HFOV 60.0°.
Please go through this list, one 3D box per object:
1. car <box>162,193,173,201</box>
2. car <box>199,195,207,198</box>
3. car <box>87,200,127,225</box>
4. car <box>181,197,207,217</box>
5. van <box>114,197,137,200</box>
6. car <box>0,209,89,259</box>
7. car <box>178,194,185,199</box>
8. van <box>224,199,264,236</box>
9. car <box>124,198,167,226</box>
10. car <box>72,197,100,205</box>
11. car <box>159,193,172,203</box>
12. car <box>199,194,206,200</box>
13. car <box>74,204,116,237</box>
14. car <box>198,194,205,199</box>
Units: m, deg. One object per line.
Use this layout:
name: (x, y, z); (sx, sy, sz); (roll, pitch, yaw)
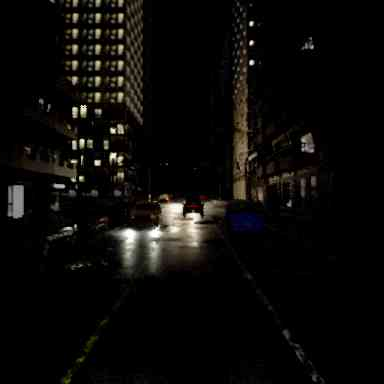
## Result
car: (-5.635, 1.180, 78.206); (2.192, 1.841, 5.009); (1, 0, 0)
car: (2.739, 1.447, 78.264); (1.802, 1.307, 4.206); (1, 0, 0)
car: (-5.634, 1.526, 23.448); (1.947, 1.339, 4.313); (1, 0, 0)
car: (0.113, 1.447, 30.909); (1.837, 1.490, 4.892); (0, -1, 0)
van: (-5.797, 1.291, 28.989); (1.690, 1.788, 3.998); (1, 0, 0)
car: (-5.639, 1.530, 12.368); (2.008, 1.369, 4.403); (1, 0, 0)
car: (-2.957, 1.368, 95.019); (2.033, 1.411, 5.357); (0, 0, 0)
van: (2.715, 1.310, 17.957); (1.690, 1.788, 3.998); (1, 0, 0)
car: (-3.076, 1.438, 22.963); (1.882, 1.535, 5.008); (0, 0, 0)
car: (-16.468, 1.409, 51.641); (4.097, 1.590, 1.967); (0, -1, 0)
car: (-5.643, 1.324, 67.055); (1.967, 1.590, 4.097); (1, 0, 0)
car: (2.746, 1.371, 89.589); (1.752, 1.417, 4.829); (1, 0, 0)
car: (-5.637, 1.552, 17.909); (1.802, 1.307, 4.206); (1, 0, 0)
car: (2.748, 1.402, 94.997); (1.947, 1.339, 4.313); (1, 0, 0)
